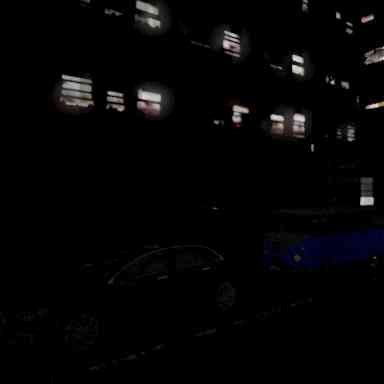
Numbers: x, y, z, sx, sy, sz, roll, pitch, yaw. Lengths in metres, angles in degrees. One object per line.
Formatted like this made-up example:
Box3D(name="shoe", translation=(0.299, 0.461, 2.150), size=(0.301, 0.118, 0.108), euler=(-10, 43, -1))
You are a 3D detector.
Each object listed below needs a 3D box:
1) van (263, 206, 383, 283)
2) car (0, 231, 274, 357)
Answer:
Box3D(name="van", translation=(3.687, 1.293, 9.164), size=(3.998, 1.788, 1.690), euler=(0, 0, -35))
Box3D(name="car", translation=(-0.871, 1.536, 5.909), size=(4.403, 1.369, 2.008), euler=(0, 0, -35))
